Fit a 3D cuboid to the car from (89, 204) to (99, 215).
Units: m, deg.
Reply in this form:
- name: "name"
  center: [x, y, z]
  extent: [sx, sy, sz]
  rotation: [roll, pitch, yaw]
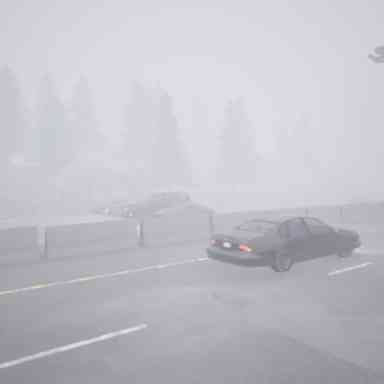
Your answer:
- name: "car"
  center: [-6.550, 1.284, 29.369]
  extent: [4.892, 1.490, 1.837]
  rotation: [-1, 1, -35]

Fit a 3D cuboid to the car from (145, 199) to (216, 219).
- name: "car"
  center: [-0.468, 1.347, 20.811]
  extent: [4.181, 1.385, 1.994]
  rotation: [-1, 1, -35]

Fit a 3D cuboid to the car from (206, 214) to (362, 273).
- name: "car"
  center: [2.957, 1.391, 10.126]
  extent: [5.357, 1.411, 2.033]
  rotation: [-1, 1, -35]

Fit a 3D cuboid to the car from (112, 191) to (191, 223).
- name: "car"
  center: [-2.454, 1.003, 23.693]
  extent: [5.566, 2.045, 2.150]
  rotation: [-1, 1, -35]

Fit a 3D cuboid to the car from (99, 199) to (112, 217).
- name: "car"
  center: [-4.484, 1.271, 26.543]
  extent: [4.902, 1.511, 2.128]
  rotation: [-1, 1, -35]

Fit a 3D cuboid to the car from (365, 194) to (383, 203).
- name: "car"
  center: [28.517, 0.995, 49.882]
  extent: [4.674, 1.442, 1.812]
  rotation: [0, 0, -35]

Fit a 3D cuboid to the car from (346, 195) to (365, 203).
- name: "car"
  center: [26.434, 1.068, 52.687]
  extent: [4.718, 1.301, 1.895]
  rotation: [0, 0, -35]
